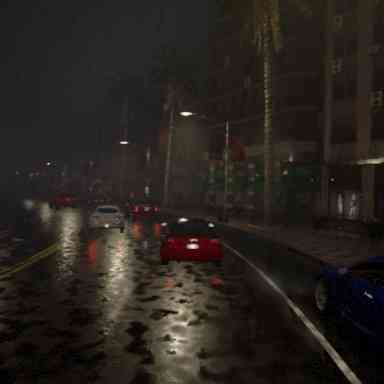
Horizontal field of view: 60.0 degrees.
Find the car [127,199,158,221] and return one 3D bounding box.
[{"bbox_3d":[-4.295,1.351,27.457,2.097,1.767,4.553,2,0,-23],"label":"car"}]

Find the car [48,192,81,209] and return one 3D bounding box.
[{"bbox_3d":[-15.481,0.973,39.656,2.150,2.045,5.566,2,0,-35],"label":"car"}]

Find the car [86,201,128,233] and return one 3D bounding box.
[{"bbox_3d":[-4.904,1.475,19.192,1.812,1.442,4.674,2,0,-14],"label":"car"}]

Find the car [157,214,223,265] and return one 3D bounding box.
[{"bbox_3d":[-0.143,1.610,11.963,1.994,1.385,4.181,2,0,-5],"label":"car"}]

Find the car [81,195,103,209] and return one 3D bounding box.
[{"bbox_3d":[-12.748,1.186,41.769,2.097,1.767,4.553,2,0,-34],"label":"car"}]

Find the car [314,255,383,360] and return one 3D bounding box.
[{"bbox_3d":[3.322,1.633,4.850,1.812,1.442,4.674,1,0,2],"label":"car"}]
